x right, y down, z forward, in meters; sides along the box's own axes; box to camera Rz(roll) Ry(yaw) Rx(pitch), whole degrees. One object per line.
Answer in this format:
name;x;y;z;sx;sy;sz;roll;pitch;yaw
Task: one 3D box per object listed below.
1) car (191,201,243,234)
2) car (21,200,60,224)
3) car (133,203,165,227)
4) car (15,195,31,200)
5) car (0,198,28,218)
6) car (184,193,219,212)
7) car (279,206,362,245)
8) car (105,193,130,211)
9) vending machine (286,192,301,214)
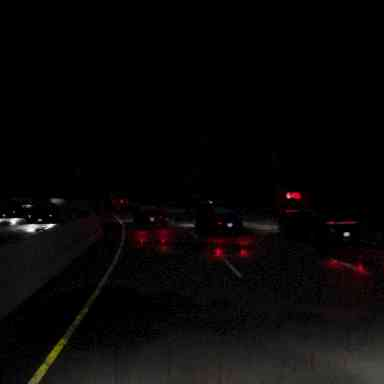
car;1.436;1.448;18.808;1.812;1.442;4.674;0;0;-11
car;-11.014;1.509;24.994;2.033;1.411;5.357;0;0;-16
car;-2.956;1.455;22.373;1.812;1.442;4.674;0;0;-14
car;-30.848;1.413;60.440;2.097;1.767;4.553;-1;0;-42
car;-16.311;1.532;29.788;2.033;1.411;5.357;0;0;-21
car;0.926;1.098;33.956;2.150;2.045;5.566;0;0;-19
car;5.618;1.410;15.268;2.128;1.511;4.902;0;0;-9
car;-8.922;1.144;39.623;2.150;2.045;5.566;0;0;-23
vending machine;9.836;1.032;32.294;1.100;2.100;0.880;0;1;-17
